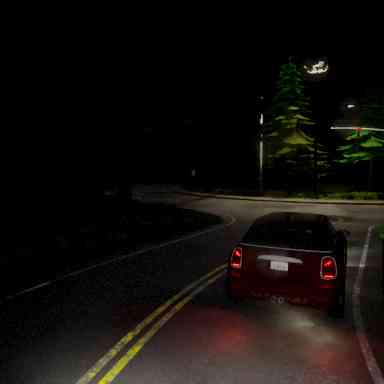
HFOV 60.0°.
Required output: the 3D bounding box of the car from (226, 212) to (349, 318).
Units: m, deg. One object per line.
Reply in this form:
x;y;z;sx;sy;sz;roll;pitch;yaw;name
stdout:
2.411;1.238;7.660;2.097;1.767;4.553;2;2;25;car
